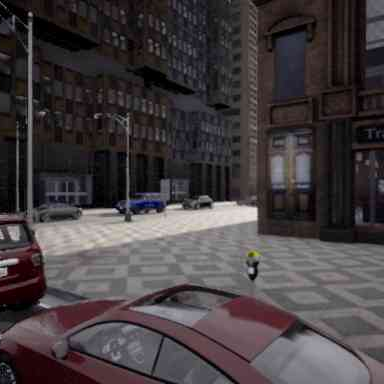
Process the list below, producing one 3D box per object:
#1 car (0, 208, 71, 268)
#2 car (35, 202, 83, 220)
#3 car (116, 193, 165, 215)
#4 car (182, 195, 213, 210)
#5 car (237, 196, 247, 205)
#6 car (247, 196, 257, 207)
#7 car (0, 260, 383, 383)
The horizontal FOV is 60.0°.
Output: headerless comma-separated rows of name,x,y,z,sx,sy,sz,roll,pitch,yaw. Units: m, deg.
car,-4.852,1.296,6.392,5.009,1.841,2.192,0,0,35
car,-10.344,1.469,24.871,1.994,1.385,4.181,0,0,35
car,-4.886,1.106,32.655,2.150,2.045,5.566,0,0,35
car,0.722,1.215,40.631,2.097,1.767,4.553,0,0,35
car,8.672,1.325,51.835,2.128,1.511,4.902,0,0,35
car,10.216,1.414,48.682,1.994,1.385,4.181,0,0,36
car,-0.218,1.577,3.112,4.206,1.307,1.802,0,0,35
